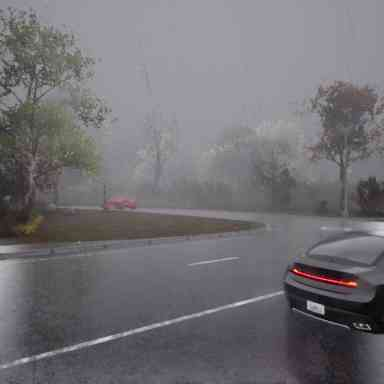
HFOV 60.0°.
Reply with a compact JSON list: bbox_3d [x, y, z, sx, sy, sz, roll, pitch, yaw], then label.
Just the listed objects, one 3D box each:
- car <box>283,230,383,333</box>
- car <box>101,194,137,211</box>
[{"bbox_3d":[3.841,1.505,6.458,4.892,1.490,1.837,0,0,-36],"label":"car"},{"bbox_3d":[-9.181,1.298,41.819,5.566,2.045,2.150,-1,-1,42],"label":"car"}]
